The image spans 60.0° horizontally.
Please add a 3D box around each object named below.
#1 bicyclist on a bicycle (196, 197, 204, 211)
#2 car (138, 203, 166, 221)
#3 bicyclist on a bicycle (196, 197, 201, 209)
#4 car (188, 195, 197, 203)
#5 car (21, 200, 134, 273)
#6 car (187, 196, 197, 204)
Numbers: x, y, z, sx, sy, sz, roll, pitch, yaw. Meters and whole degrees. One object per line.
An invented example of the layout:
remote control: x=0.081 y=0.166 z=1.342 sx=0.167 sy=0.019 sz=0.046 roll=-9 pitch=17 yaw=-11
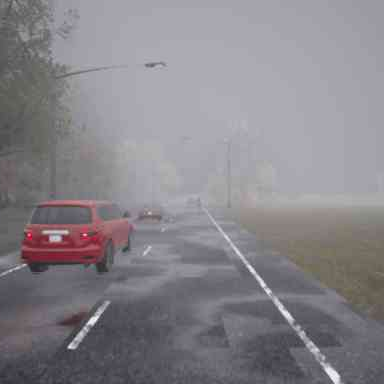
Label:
bicyclist on a bicycle: x=0.952 y=1.586 z=39.337 sx=0.866 sy=1.612 sz=1.509 roll=0 pitch=0 yaw=0
car: x=-3.395 y=1.673 z=28.749 sx=1.994 sy=1.385 sz=4.181 roll=0 pitch=0 yaw=0
bicyclist on a bicycle: x=0.975 y=1.554 z=48.212 sx=0.659 sy=1.776 sz=1.843 roll=0 pitch=0 yaw=0
car: x=0.019 y=1.656 z=78.931 sx=2.097 sy=1.767 sz=4.553 roll=0 pitch=0 yaw=0
car: x=-3.398 y=1.263 z=10.955 sx=2.150 sy=2.045 sz=5.566 roll=0 pitch=0 yaw=0
car: x=0.026 y=1.824 z=69.381 sx=1.994 sy=1.385 sz=4.181 roll=0 pitch=0 yaw=0
